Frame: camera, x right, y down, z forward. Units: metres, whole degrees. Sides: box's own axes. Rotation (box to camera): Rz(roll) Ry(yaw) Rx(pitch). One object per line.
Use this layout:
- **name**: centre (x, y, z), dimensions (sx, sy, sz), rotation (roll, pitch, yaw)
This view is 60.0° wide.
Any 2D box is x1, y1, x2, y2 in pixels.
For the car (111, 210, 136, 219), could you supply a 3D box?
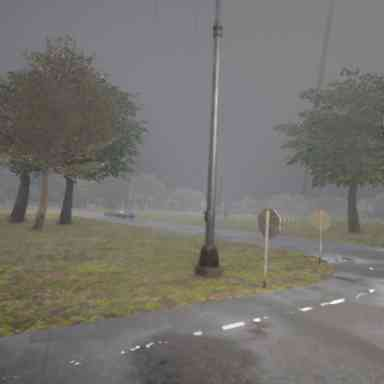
- **car**: centre (-11.487, 3.882, 57.194), dimensions (2.033, 1.411, 5.357), rotation (5, -4, -34)

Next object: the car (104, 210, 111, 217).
- **car**: centre (-14.926, 3.978, 62.338), dimensions (1.994, 1.385, 4.181), rotation (5, -3, -33)
